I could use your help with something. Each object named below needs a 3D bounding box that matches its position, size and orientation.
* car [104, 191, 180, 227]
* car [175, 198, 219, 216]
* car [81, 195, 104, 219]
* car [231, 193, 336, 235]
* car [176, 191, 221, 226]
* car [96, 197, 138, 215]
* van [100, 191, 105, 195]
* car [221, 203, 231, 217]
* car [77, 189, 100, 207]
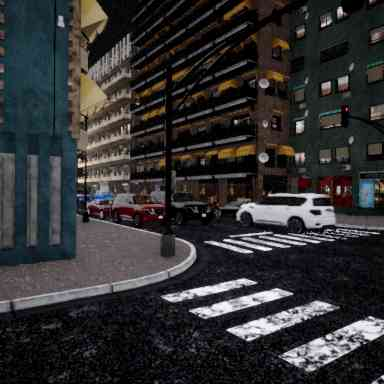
[{"bbox_3d":[-3.192,1.033,20.322,2.192,1.841,5.009,2,0,-36],"label":"car"},{"bbox_3d":[0.354,1.288,29.713,1.802,1.307,4.206,2,0,-36],"label":"car"},{"bbox_3d":[-6.461,1.182,24.838,1.887,1.381,4.507,2,0,-36],"label":"car"},{"bbox_3d":[5.044,1.084,18.369,2.150,2.045,5.566,0,2,-39],"label":"car"},{"bbox_3d":[-0.920,0.966,21.572,2.150,2.045,5.566,1,0,-36],"label":"car"},{"bbox_3d":[-6.744,1.201,29.635,1.895,1.301,4.718,1,0,-36],"label":"car"},{"bbox_3d":[-12.688,0.726,47.776,1.690,1.788,3.998,2,0,-36],"label":"van"},{"bbox_3d":[3.616,1.353,25.197,1.947,1.339,4.313,2,0,-36],"label":"car"},{"bbox_3d":[-12.900,0.670,38.188,2.150,2.045,5.566,1,0,-35],"label":"car"}]
